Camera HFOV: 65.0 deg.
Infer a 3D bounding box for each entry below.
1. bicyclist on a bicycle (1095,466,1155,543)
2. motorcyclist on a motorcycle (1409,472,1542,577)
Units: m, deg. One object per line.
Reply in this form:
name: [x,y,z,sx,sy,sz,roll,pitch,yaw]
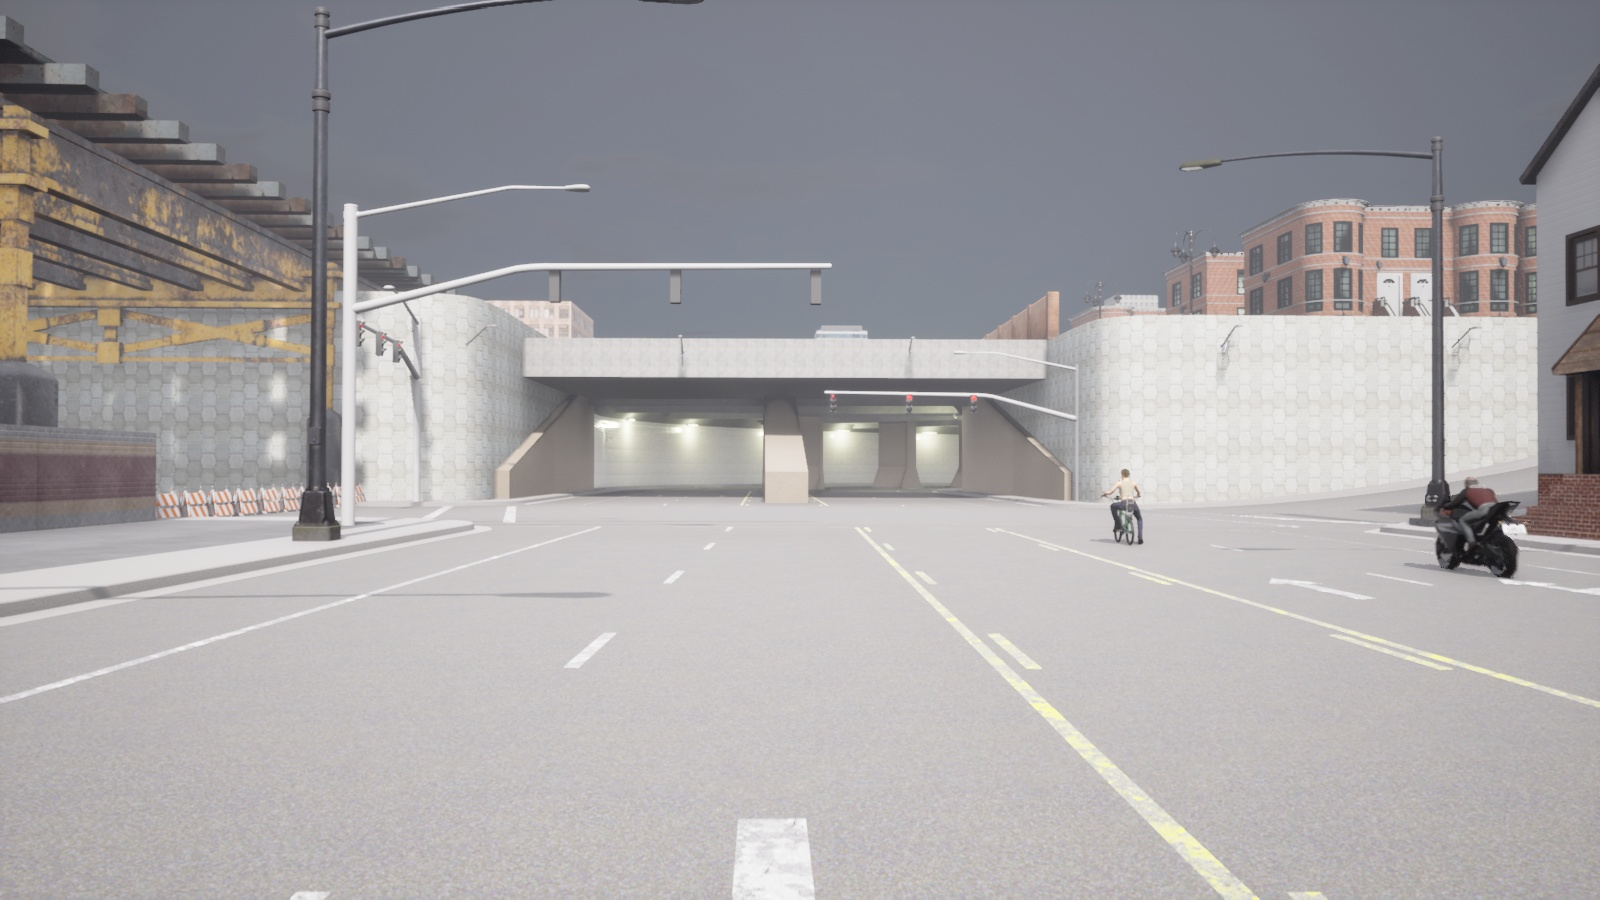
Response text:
bicyclist on a bicycle: [6.934,1.142,26.857,0.866,1.612,1.509,0,-1,-1]
motorcyclist on a motorcycle: [10.451,1.112,19.539,0.866,1.530,2.191,0,-1,0]
